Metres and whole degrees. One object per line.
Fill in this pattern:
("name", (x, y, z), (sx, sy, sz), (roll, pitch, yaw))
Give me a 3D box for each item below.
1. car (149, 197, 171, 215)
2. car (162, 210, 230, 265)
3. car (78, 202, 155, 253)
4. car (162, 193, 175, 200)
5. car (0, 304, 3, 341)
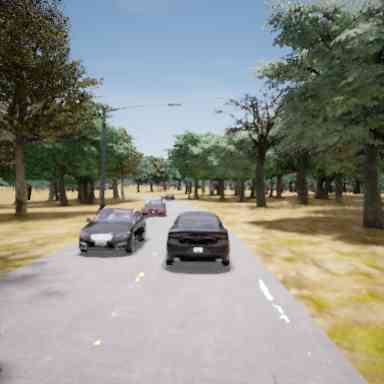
("car", (-3.148, 1.397, 28.627), (1.994, 1.385, 4.181), (1, 0, -2))
("car", (0.192, 1.407, 11.481), (1.882, 1.535, 5.008), (1, 0, 1))
("car", (-2.915, 1.370, 13.106), (2.128, 1.511, 4.902), (1, 0, 0))
("car", (-5.120, 1.052, 76.569), (1.994, 1.385, 4.181), (0, 0, -10))
("car", (-3.138, 1.430, 1.811), (2.128, 1.511, 4.902), (1, 0, 2))
